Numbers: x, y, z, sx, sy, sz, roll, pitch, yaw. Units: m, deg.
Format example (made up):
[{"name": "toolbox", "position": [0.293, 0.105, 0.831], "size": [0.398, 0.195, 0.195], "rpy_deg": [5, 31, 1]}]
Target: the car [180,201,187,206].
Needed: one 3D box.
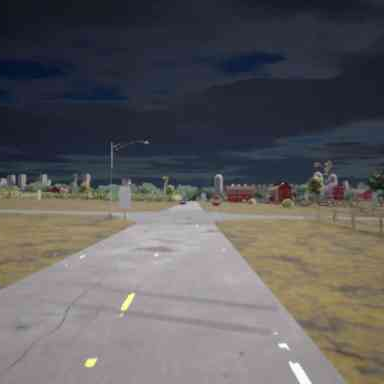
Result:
[{"name": "car", "position": [-2.482, 3.103, 92.946], "size": [1.895, 1.301, 4.718], "rpy_deg": [0, -1, 0]}]
